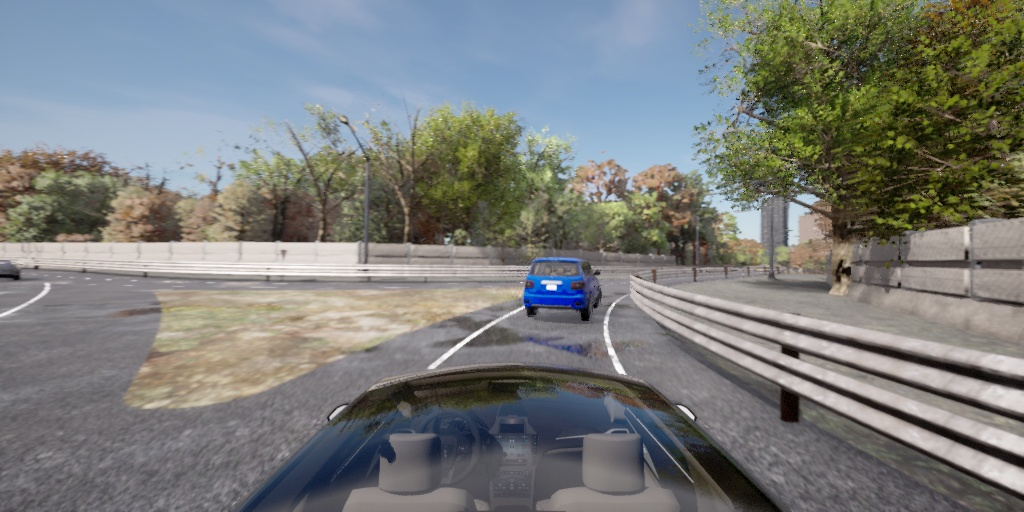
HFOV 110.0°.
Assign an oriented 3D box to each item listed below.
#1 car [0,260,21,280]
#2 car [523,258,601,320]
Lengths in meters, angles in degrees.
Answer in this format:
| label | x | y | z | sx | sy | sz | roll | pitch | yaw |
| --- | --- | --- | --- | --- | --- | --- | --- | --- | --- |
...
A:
| label | x | y | z | sx | sy | sz | roll | pitch | yaw |
| --- | --- | --- | --- | --- | --- | --- | --- | --- | --- |
| car | -34.942 | 0.944 | 24.261 | 4.181 | 1.385 | 1.994 | 1 | -1 | 34 |
| car | 2.072 | 1.099 | 13.636 | 2.150 | 2.045 | 5.566 | 0 | -1 | 18 |
